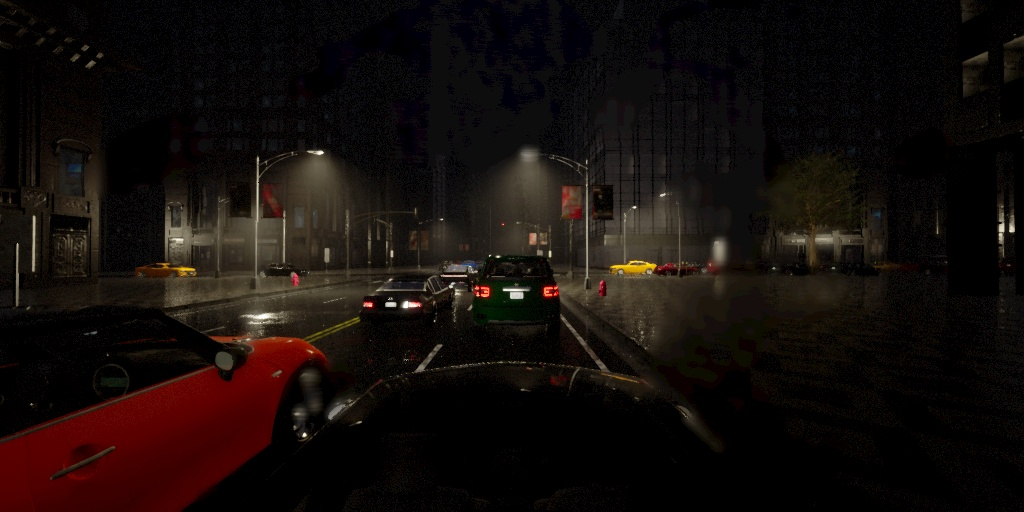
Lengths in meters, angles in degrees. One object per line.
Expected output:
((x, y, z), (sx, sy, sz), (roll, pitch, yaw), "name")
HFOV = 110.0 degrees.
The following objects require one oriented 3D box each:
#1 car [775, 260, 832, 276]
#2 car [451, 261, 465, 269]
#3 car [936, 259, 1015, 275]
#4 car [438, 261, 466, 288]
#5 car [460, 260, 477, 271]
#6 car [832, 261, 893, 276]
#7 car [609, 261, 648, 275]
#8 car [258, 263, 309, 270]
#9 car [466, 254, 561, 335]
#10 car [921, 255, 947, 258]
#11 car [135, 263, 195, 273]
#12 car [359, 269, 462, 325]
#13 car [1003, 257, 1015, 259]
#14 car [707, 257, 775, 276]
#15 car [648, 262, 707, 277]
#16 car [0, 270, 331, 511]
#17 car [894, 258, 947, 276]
((26.645, 1.276, 33.526), (4.313, 1.339, 1.948), (0, 0, -1), "car")
((-9.700, 1.581, 64.530), (1.812, 1.442, 4.674), (0, 0, 1), "car")
((43.559, 1.214, 33.761), (4.507, 1.381, 1.888), (0, 0, -1), "car")
((-3.121, 1.280, 21.491), (2.128, 1.511, 4.902), (0, 0, 0), "car")
((-6.501, 1.457, 53.911), (1.882, 1.535, 5.008), (0, 0, 0), "car")
((32.282, 1.260, 33.604), (4.313, 1.339, 1.948), (0, 0, -1), "car")
((13.172, 1.299, 39.118), (5.008, 1.535, 1.882), (0, -1, -1), "car")
((-22.556, 1.432, 35.460), (4.892, 1.490, 1.837), (0, -1, 0), "car")
((0.115, 0.979, 10.670), (2.150, 2.045, 5.566), (0, 0, 0), "car")
((46.613, 0.956, 39.491), (5.566, 2.045, 2.150), (0, -1, 0), "car")
((-34.212, 1.458, 35.492), (5.008, 1.535, 1.882), (0, -1, 0), "car")
((-3.120, 1.307, 11.754), (2.033, 1.411, 5.357), (0, 0, 0), "car")
((49.197, 0.973, 33.839), (5.009, 1.841, 2.192), (0, 0, -1), "car")
((21.008, 1.041, 33.448), (5.009, 1.841, 2.192), (0, 0, -1), "car")
((15.369, 1.327, 33.370), (4.207, 1.307, 1.802), (0, 0, -1), "car")
((-3.146, 1.102, 2.342), (2.097, 1.767, 4.553), (0, 0, 0), "car")
((42.570, 1.179, 36.377), (5.008, 1.535, 1.882), (0, -1, 0), "car")
